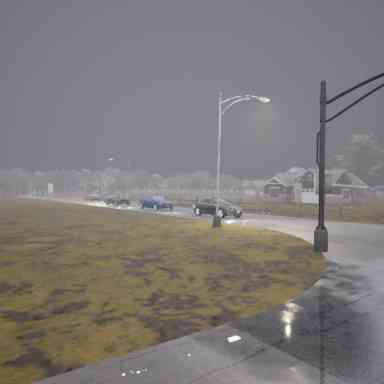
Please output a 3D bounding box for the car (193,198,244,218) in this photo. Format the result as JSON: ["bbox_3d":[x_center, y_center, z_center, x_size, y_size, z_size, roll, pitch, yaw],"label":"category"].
[{"bbox_3d":[2.004,1.227,26.434,1.837,1.490,4.892,2,0,-35],"label":"car"}]

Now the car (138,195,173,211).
[{"bbox_3d":[-3.792,1.084,34.581,1.882,1.535,5.008,2,0,-36],"label":"car"}]

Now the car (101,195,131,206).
[{"bbox_3d":[-9.582,1.109,42.734,1.895,1.301,4.718,2,-1,-35],"label":"car"}]

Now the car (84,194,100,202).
[{"bbox_3d":[-18.248,1.008,61.105,2.033,1.411,5.357,2,-1,-35],"label":"car"}]
